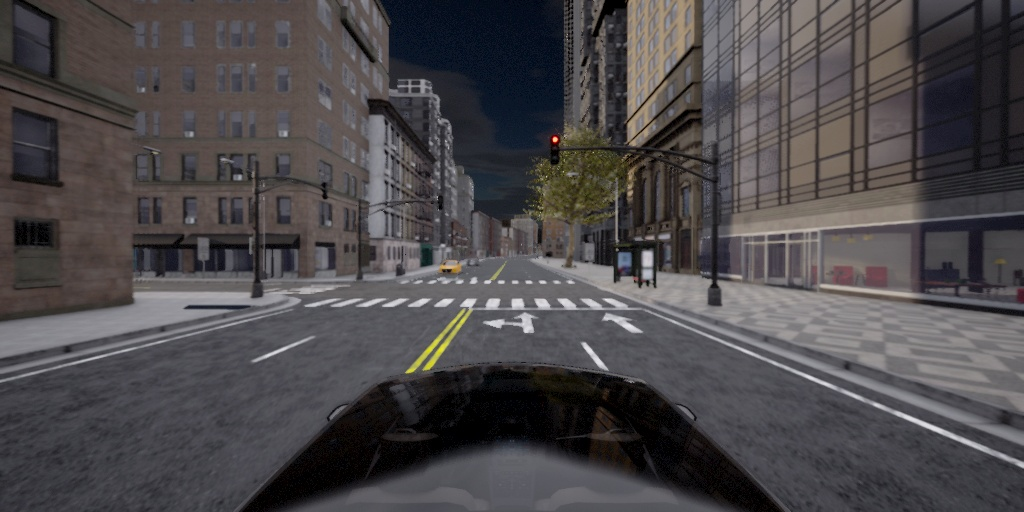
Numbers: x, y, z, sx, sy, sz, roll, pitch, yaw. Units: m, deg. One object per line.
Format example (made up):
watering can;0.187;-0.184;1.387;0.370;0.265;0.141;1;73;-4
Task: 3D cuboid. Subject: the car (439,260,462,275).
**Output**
car;-6.494;1.198;38.118;1.882;1.535;5.008;0;1;0

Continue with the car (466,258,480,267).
car;-6.493;1.115;60.114;2.128;1.511;4.902;0;1;0
